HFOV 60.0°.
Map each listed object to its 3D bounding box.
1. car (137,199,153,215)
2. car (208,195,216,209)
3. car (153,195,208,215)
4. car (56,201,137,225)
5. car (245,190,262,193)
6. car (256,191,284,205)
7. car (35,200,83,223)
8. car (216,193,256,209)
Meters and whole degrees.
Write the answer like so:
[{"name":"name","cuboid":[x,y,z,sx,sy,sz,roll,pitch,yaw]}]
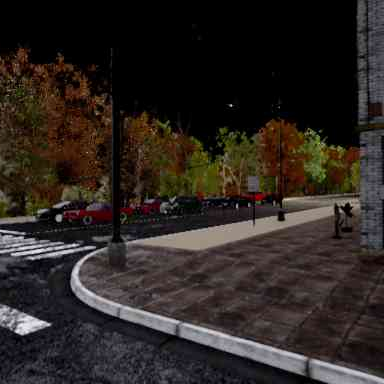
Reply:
[{"name":"car","cuboid":[-3.648,1.348,31.572,1.994,1.385,4.181,-1,0,36]},{"name":"car","cuboid":[2.532,1.169,39.968,2.128,1.511,4.902,-1,0,36]},{"name":"car","cuboid":[-0.905,1.094,29.821,2.097,1.767,4.553,-1,0,36]},{"name":"car","cuboid":[-6.297,1.436,22.481,1.895,1.301,4.718,-1,0,36]},{"name":"car","cuboid":[8.728,0.792,48.320,2.150,2.045,5.566,-1,0,37]},{"name":"car","cuboid":[11.130,1.040,46.102,1.837,1.490,4.892,-1,0,37]},{"name":"car","cuboid":[-8.926,1.379,24.399,1.837,1.490,4.892,-1,0,36]},{"name":"car","cuboid":[5.068,1.145,37.929,1.837,1.490,4.892,-1,0,36]}]
